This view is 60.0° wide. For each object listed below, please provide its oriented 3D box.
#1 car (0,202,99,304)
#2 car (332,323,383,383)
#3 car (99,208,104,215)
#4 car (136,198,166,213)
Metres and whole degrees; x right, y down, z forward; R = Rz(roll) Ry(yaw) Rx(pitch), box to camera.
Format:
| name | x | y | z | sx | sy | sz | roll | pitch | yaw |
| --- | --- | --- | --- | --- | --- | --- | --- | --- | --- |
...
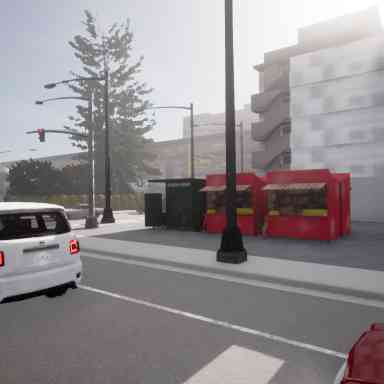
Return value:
| name | x | y | z | sx | sy | sz | roll | pitch | yaw |
| --- | --- | --- | --- | --- | --- | --- | --- | --- | --- |
| car | -4.784 | 1.234 | 7.361 | 5.566 | 2.045 | 2.150 | 0 | 0 | 36 |
| car | 3.232 | 1.601 | 1.679 | 4.718 | 1.301 | 1.895 | 0 | 0 | 35 |
| car | -10.122 | 1.732 | 29.407 | 1.895 | 1.301 | 4.718 | -1 | -1 | 36 |
| car | -4.161 | 1.482 | 37.621 | 2.097 | 1.767 | 4.553 | -1 | -1 | 36 |
